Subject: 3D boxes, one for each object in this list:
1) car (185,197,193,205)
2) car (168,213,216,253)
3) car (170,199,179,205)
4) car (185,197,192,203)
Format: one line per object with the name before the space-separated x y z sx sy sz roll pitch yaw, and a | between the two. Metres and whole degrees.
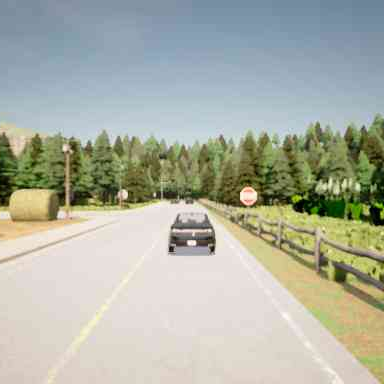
car | -0.599 2.281 80.560 1.812 1.442 4.674 0 -1 -2
car | 0.006 1.627 14.300 2.128 1.511 4.902 0 0 0
car | -4.073 2.302 79.571 1.994 1.385 4.181 0 -1 -2
car | -0.924 2.238 92.312 1.837 1.490 4.892 0 -1 -2
